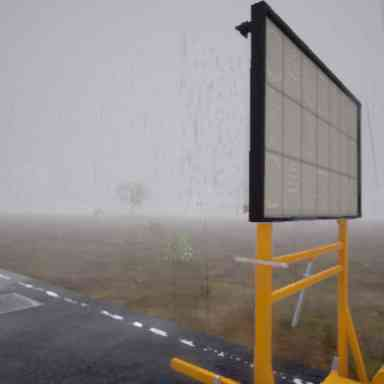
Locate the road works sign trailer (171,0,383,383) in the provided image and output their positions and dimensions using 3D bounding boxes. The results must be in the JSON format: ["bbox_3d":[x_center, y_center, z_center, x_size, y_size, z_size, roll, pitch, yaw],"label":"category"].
[{"bbox_3d":[0.920,0.640,2.973,2.880,3.560,2.380,-1,-4,39],"label":"road works sign trailer"}]
